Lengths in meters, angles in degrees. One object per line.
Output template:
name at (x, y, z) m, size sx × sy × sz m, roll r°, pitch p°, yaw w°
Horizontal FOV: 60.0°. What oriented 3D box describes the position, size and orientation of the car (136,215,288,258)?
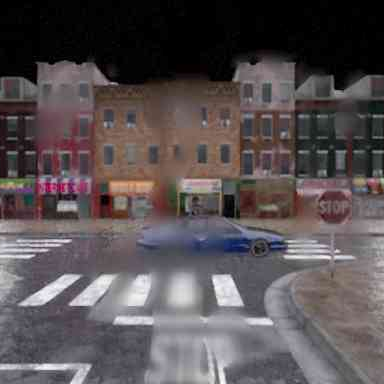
car at (0.675, 1.576, 12.301) m, size 5.357 × 1.411 × 2.033 m, roll 0°, pitch 0°, yaw 0°
